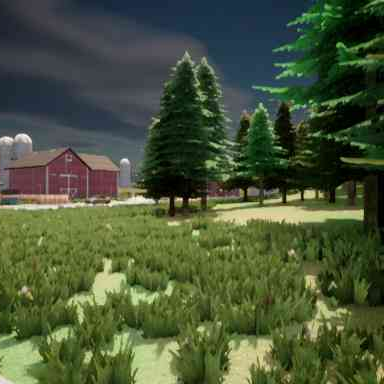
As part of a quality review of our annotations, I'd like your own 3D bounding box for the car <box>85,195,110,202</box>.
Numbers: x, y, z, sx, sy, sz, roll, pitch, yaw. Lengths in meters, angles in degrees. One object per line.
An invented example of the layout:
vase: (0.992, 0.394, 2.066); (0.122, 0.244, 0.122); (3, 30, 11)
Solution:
car: (-15.268, 1.272, 53.923); (1.816, 1.474, 4.193); (7, 4, 33)
